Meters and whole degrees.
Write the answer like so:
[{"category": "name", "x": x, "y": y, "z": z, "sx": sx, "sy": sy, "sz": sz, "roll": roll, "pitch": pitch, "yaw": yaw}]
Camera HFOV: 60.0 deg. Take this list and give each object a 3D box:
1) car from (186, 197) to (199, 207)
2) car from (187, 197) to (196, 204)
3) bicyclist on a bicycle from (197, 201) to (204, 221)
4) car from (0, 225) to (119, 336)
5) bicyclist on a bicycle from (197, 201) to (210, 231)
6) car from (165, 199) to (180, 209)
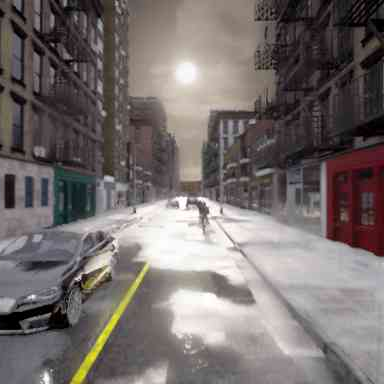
[{"category": "car", "x": 0.058, "y": 1.540, "z": 55.938, "sx": 2.097, "sy": 1.767, "sz": 4.553, "roll": 0, "pitch": 0, "yaw": 0}, {"category": "car", "x": -0.048, "y": 1.840, "z": 74.046, "sx": 1.895, "sy": 1.301, "sz": 4.718, "roll": 0, "pitch": 0, "yaw": 0}, {"category": "bicyclist on a bicycle", "x": 0.738, "y": 1.555, "z": 28.259, "sx": 0.582, "sy": 1.620, "sz": 1.656, "roll": 0, "pitch": 0, "yaw": 0}, {"category": "car", "x": -2.855, "y": 1.519, "z": 7.053, "sx": 2.128, "sy": 1.511, "sz": 4.902, "roll": 0, "pitch": 0, "yaw": 0}, {"category": "bicyclist on a bicycle", "x": 0.744, "y": 1.443, "z": 19.431, "sx": 0.659, "sy": 1.776, "sz": 1.843, "roll": 0, "pitch": 0, "yaw": 0}, {"category": "car", "x": -2.853, "y": 1.735, "z": 49.646, "sx": 1.994, "sy": 1.385, "sz": 4.181, "roll": 0, "pitch": 0, "yaw": 0}]
